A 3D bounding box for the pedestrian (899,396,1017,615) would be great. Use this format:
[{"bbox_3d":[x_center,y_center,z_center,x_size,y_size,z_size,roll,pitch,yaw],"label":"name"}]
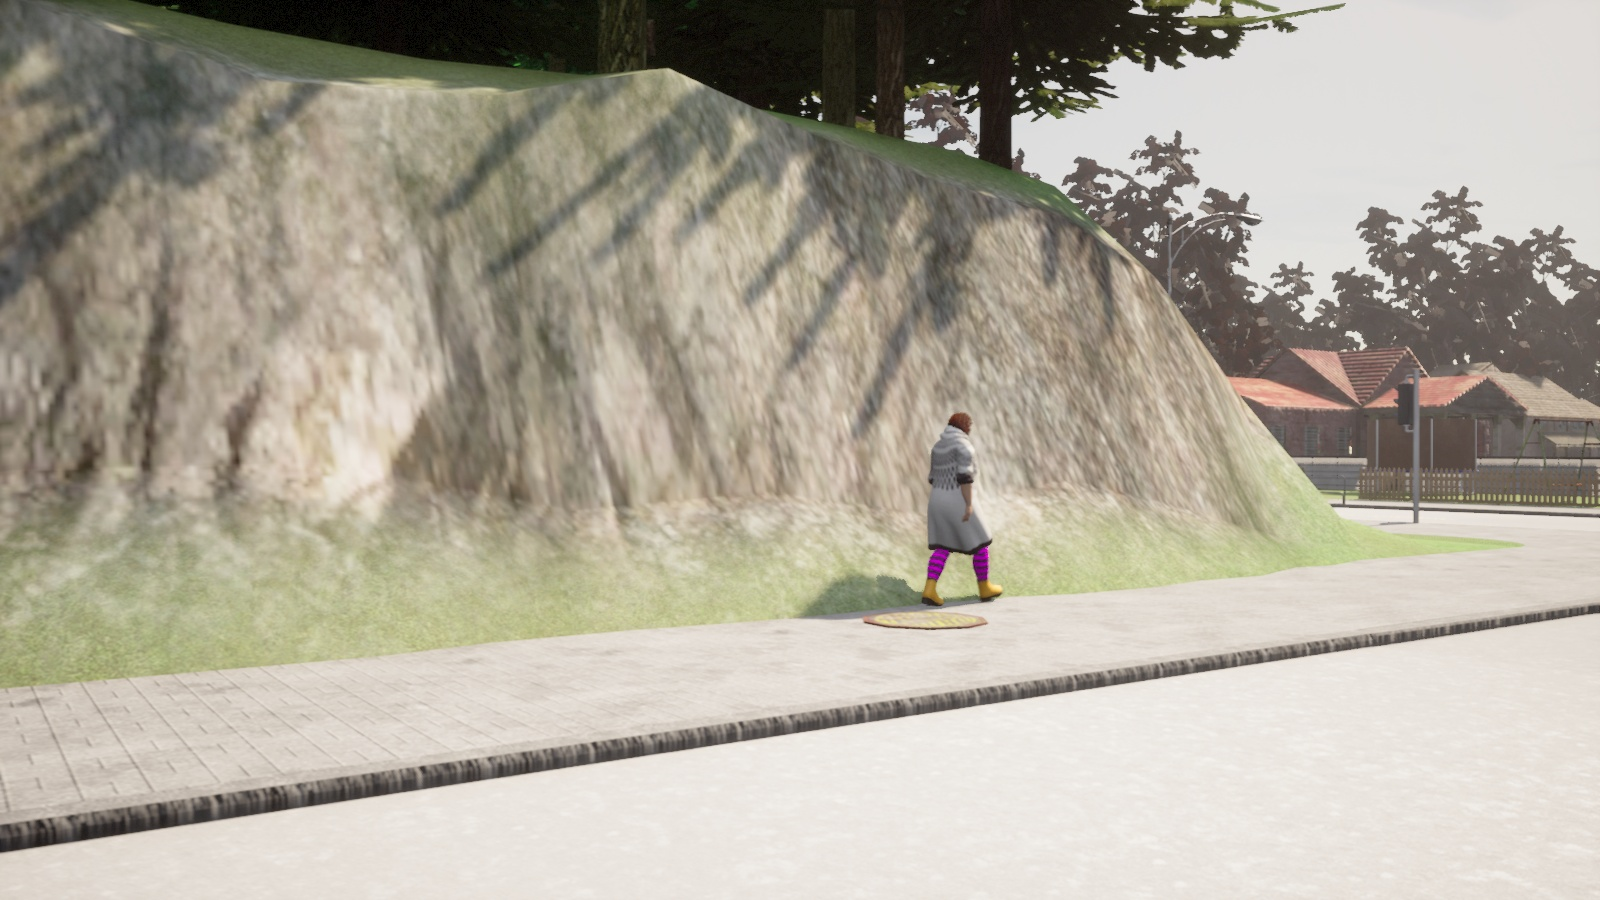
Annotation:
[{"bbox_3d":[1.473,0.498,11.720,0.873,1.952,0.659,0,0,-35],"label":"pedestrian"}]
